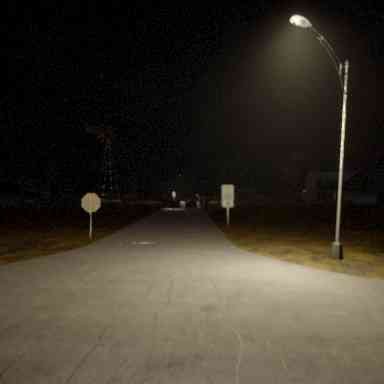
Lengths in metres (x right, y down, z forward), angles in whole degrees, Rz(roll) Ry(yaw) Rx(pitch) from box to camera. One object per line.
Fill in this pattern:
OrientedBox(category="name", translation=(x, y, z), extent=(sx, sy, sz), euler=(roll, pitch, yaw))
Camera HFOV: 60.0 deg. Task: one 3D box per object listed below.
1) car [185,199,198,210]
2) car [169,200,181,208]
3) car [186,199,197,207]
OrientedBox(category="car", translation=(-0.114, 1.896, 51.453), extent=(2.128, 1.511, 4.902), euler=(0, 0, 0))
OrientedBox(category="car", translation=(-2.874, 1.978, 56.044), extent=(2.033, 1.411, 5.357), euler=(0, 0, 0))
OrientedBox(category="car", translation=(-0.138, 2.013, 61.890), extent=(2.033, 1.411, 5.357), euler=(0, 0, 0))
